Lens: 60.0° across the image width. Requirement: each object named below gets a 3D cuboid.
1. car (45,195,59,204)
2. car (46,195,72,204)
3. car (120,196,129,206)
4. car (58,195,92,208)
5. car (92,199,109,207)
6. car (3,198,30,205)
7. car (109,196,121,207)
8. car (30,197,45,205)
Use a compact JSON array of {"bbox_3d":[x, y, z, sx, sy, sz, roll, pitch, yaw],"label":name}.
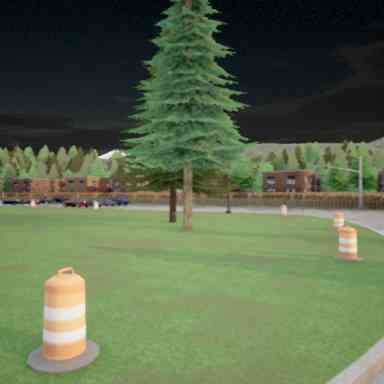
[{"bbox_3d":[-30.694,1.828,69.666,4.892,1.490,1.837,0,-1,26],"label":"car"},{"bbox_3d":[-29.162,1.589,72.816,5.566,2.045,2.150,0,-1,26],"label":"car"},{"bbox_3d":[-15.075,1.750,65.818,5.566,2.045,2.150,0,-1,26],"label":"car"},{"bbox_3d":[-19.816,1.775,56.449,4.553,1.767,2.097,0,-1,26],"label":"car"},{"bbox_3d":[-18.178,2.009,59.540,5.357,1.411,2.033,0,-1,26],"label":"car"},{"bbox_3d":[-33.835,1.851,63.410,4.718,1.301,1.895,0,-1,26],"label":"car"},{"bbox_3d":[-16.621,2.045,62.674,5.357,1.411,2.033,0,-1,26],"label":"car"},{"bbox_3d":[-32.251,1.844,66.531,4.181,1.385,1.994,0,-1,26],"label":"car"}]
